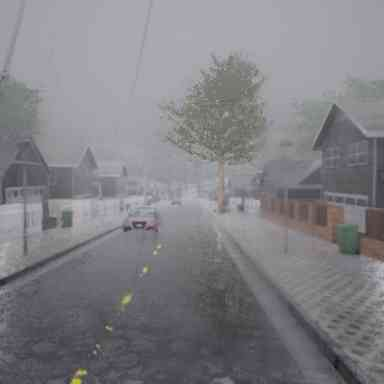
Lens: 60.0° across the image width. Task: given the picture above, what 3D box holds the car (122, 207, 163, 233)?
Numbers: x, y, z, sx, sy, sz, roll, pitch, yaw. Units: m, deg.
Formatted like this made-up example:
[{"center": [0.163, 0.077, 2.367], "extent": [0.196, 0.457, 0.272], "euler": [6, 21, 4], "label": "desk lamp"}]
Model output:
[{"center": [-2.844, 1.623, 19.904], "extent": [1.994, 1.385, 4.181], "euler": [0, 0, 0], "label": "car"}]

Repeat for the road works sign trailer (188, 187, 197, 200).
[{"center": [0.251, 0.589, 93.451], "extent": [2.380, 3.560, 2.880], "euler": [-5, -10, 3], "label": "road works sign trailer"}]

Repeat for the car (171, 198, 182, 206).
[{"center": [-2.762, 1.753, 61.028], "extent": [2.033, 1.411, 5.357], "euler": [0, 0, 1], "label": "car"}]
